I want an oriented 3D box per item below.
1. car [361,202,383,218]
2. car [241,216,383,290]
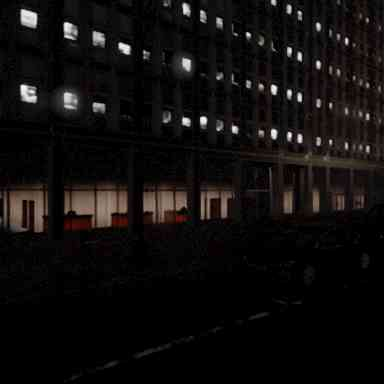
[{"bbox_3d":[7.706,1.286,12.294,5.009,1.841,2.192,0,0,-36],"label":"car"},{"bbox_3d":[3.250,1.539,9.007,4.403,1.369,2.008,0,0,-36],"label":"car"}]
